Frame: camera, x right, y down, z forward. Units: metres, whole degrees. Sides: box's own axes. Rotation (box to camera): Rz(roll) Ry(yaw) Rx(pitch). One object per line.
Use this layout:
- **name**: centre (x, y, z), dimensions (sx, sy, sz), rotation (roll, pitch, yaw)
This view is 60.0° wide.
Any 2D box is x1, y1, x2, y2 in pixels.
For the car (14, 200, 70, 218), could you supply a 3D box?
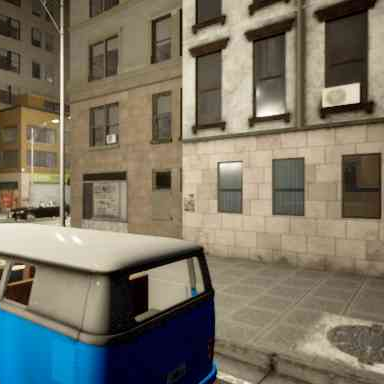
- **car**: centre (-11.481, 1.417, 25.595), dimensions (2.128, 1.511, 4.902), rotation (0, 0, 35)

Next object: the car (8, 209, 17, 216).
- **car**: centre (-6.186, 1.314, 7.077), dimensions (5.009, 1.841, 2.192), rotation (0, 0, 35)

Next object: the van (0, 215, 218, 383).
- **van**: centre (-1.650, 1.341, 3.947), dimensions (3.998, 1.788, 1.690), rotation (0, 0, 35)
